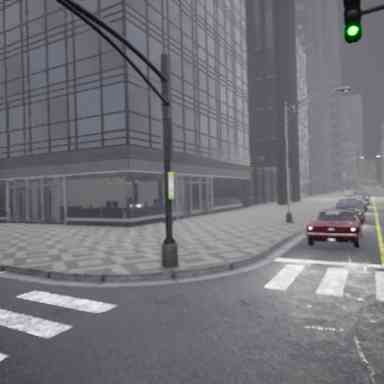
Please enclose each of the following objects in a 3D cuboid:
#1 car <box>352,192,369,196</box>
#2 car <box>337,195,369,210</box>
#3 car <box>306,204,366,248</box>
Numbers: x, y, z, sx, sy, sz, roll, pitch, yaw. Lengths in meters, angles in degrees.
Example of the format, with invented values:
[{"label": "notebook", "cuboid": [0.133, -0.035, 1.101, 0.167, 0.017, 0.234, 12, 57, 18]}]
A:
[{"label": "car", "cuboid": [15.284, 1.002, 31.089, 1.812, 1.442, 4.674, -2, 0, 28]}, {"label": "car", "cuboid": [10.645, 1.179, 22.497, 2.033, 1.411, 5.357, -2, 0, 28]}, {"label": "car", "cuboid": [6.080, 1.387, 13.995, 1.895, 1.301, 4.718, -2, 0, 28]}]
